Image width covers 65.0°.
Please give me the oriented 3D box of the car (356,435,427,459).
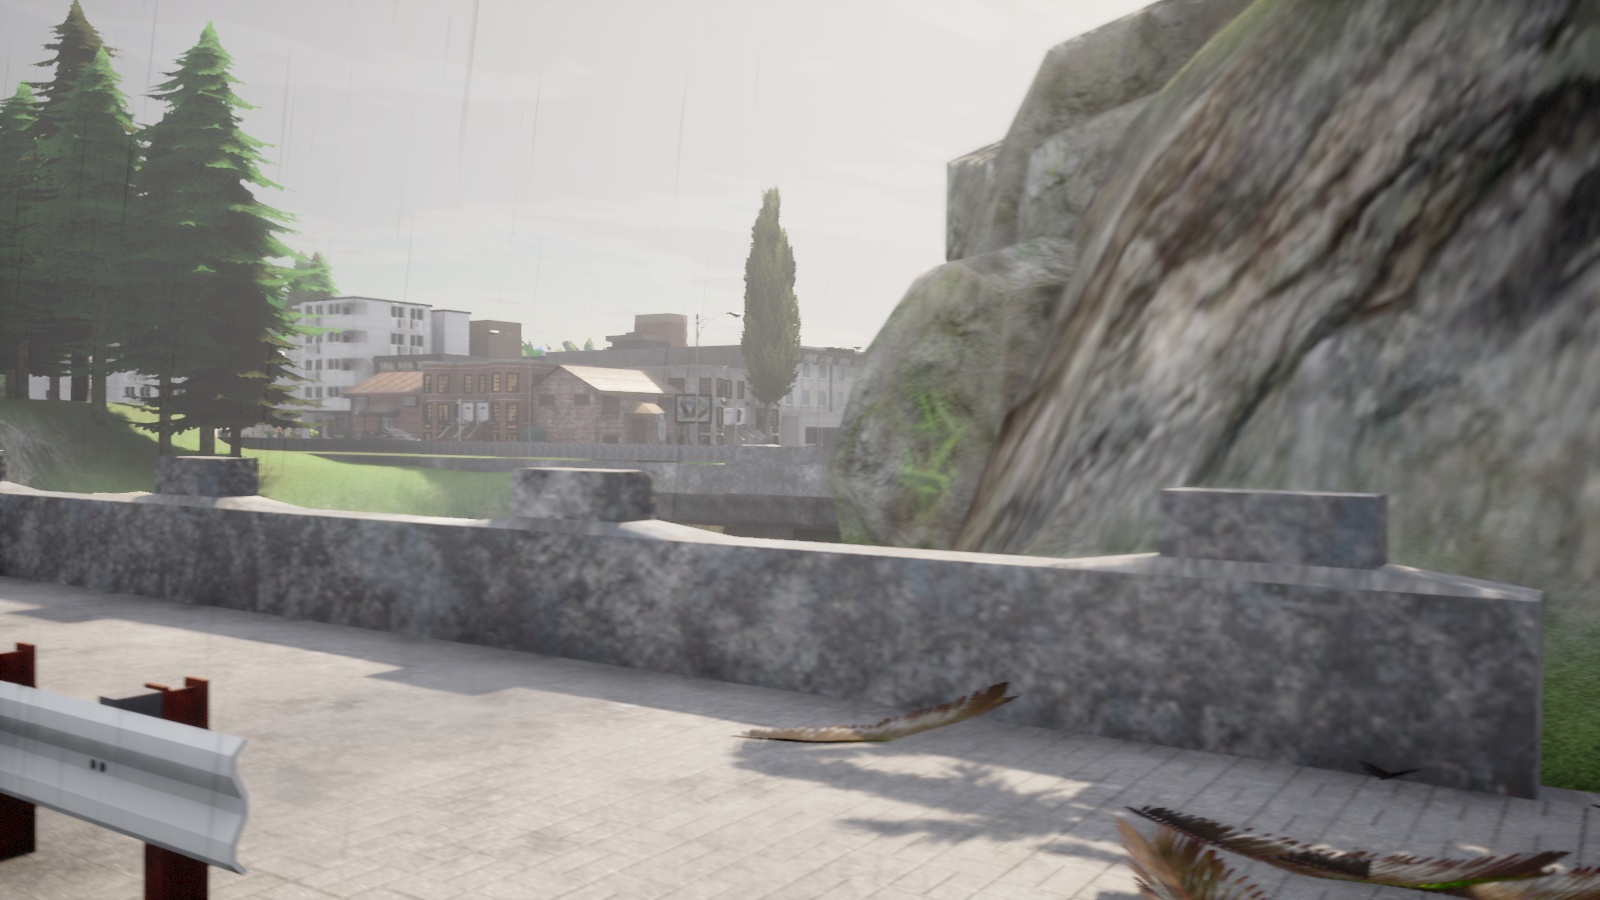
[{"bbox_3d":[-26.451,-0.192,81.294,4.514,1.525,2.007,0,1,34],"label":"car"}]
